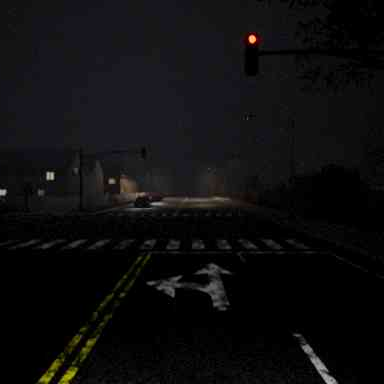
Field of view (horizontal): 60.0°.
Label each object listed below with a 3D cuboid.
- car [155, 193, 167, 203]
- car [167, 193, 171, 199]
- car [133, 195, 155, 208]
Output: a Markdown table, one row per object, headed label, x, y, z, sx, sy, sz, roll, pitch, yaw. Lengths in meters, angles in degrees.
| label | x | y | z | sx | sy | sz | roll | pitch | yaw |
| --- | --- | --- | --- | --- | --- | --- | --- | --- | --- |
| car | -6.389 | 1.188 | 61.309 | 2.128 | 1.511 | 4.902 | 0 | 1 | 0 |
| car | -6.347 | 0.955 | 84.715 | 1.994 | 1.385 | 4.181 | 0 | 0 | 0 |
| car | -6.421 | 1.331 | 43.366 | 1.837 | 1.490 | 4.892 | 0 | 2 | 0 |
